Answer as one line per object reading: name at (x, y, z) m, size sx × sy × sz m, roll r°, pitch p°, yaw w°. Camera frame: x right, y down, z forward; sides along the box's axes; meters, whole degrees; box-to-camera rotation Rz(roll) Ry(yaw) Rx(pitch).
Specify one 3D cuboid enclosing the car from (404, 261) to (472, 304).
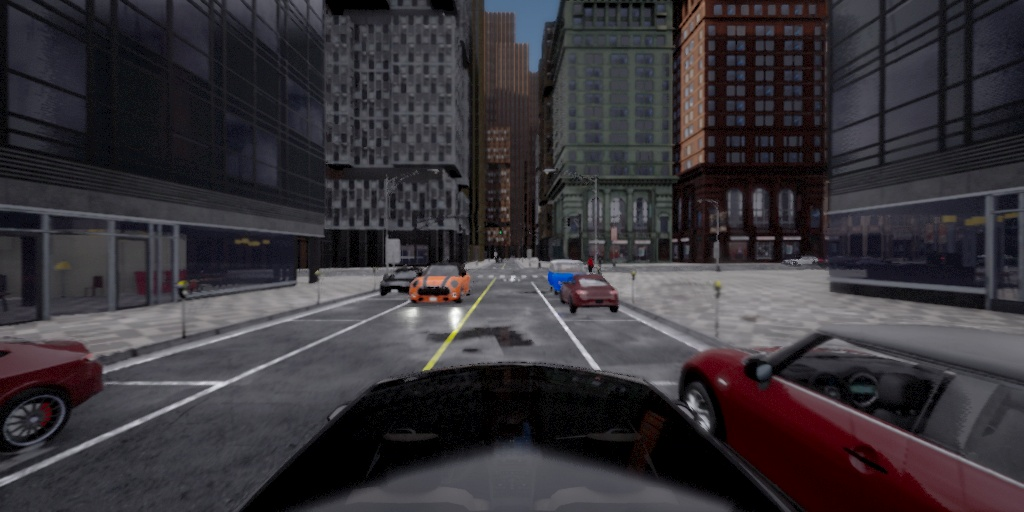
car at (-3.087, 1.104, 16.307) m, size 2.097 × 1.767 × 4.553 m, roll 0°, pitch 0°, yaw 0°

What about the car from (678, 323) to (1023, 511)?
car at (2.858, 1.190, 2.510) m, size 1.967 × 1.591 × 4.097 m, roll 0°, pitch 0°, yaw 0°

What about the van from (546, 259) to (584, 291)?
van at (2.865, 1.092, 19.457) m, size 1.690 × 1.789 × 3.998 m, roll 0°, pitch 0°, yaw 0°

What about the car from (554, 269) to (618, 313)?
car at (2.862, 1.334, 13.808) m, size 1.802 × 1.307 × 4.207 m, roll 0°, pitch 0°, yaw 0°

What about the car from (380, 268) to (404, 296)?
car at (-5.661, 1.318, 19.460) m, size 1.948 × 1.339 × 4.313 m, roll 0°, pitch 0°, yaw 0°

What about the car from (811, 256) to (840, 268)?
car at (39.953, 0.705, 43.512) m, size 4.902 × 1.511 × 2.128 m, roll -1°, pitch 0°, yaw 0°

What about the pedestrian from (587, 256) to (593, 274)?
pedestrian at (7.148, 0.868, 32.895) m, size 0.375 × 1.860 × 0.375 m, roll 0°, pitch 0°, yaw 0°

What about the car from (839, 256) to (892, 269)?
car at (40.026, 0.793, 40.260) m, size 4.181 × 1.385 × 1.994 m, roll -1°, pitch 0°, yaw 0°

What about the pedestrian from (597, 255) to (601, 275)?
pedestrian at (8.148, 0.831, 33.494) m, size 0.375 × 1.860 × 0.375 m, roll 0°, pitch 0°, yaw 0°

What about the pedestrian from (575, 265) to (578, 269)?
pedestrian at (6.148, 1.169, 34.097) m, size 0.375 × 1.300 × 0.375 m, roll 0°, pitch 0°, yaw 0°

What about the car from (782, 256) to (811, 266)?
car at (40.365, 0.697, 50.052) m, size 4.674 × 1.442 × 1.812 m, roll -1°, pitch 0°, yaw 1°

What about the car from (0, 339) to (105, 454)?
car at (-5.667, 1.333, 2.511) m, size 1.802 × 1.307 × 4.207 m, roll 0°, pitch 0°, yaw 0°
